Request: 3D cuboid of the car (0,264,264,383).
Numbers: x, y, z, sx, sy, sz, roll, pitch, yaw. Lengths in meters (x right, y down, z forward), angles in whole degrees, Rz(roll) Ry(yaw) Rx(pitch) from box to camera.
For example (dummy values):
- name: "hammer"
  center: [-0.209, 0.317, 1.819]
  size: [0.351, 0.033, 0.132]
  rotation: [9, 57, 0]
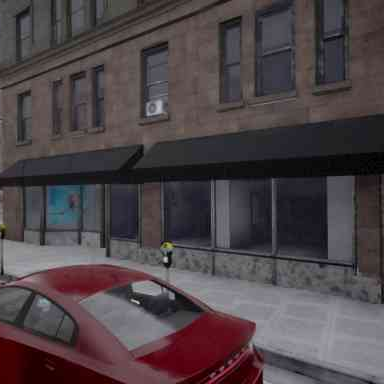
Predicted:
- name: "car"
  center: [-1.430, 1.545, 3.885]
  size: [4.507, 1.381, 1.887]
  rotation: [0, 0, 36]
